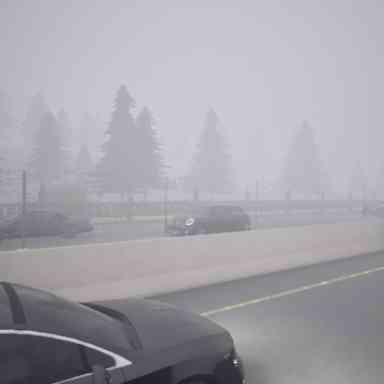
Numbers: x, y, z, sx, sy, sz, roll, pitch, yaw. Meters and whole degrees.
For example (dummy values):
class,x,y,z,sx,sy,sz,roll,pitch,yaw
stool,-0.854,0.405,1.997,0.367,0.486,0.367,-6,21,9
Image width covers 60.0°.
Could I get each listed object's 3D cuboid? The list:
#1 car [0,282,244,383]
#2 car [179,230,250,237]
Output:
class,x,y,z,sx,sy,sz,roll,pitch,yaw
car,-1.743,1.505,2.503,4.892,1.490,1.837,0,0,-35
car,0.958,1.432,17.571,4.553,1.767,2.097,1,0,-35
